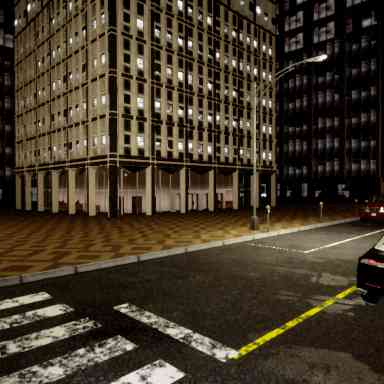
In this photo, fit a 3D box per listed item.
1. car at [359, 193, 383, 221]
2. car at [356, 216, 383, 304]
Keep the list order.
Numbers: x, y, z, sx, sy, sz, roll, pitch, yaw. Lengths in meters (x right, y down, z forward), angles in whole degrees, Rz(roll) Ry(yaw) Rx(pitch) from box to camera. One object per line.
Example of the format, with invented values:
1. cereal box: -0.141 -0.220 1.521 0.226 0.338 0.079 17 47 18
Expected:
1. car: 12.799 1.022 21.877 5.009 1.841 2.192 -1 1 -44
2. car: 5.080 1.410 6.937 4.902 1.511 2.128 -1 1 -44
